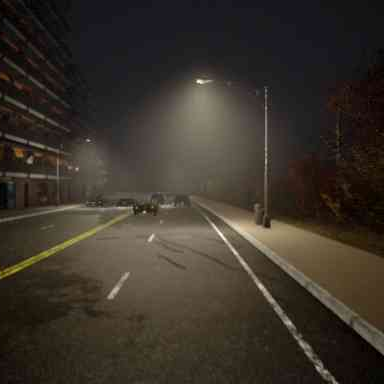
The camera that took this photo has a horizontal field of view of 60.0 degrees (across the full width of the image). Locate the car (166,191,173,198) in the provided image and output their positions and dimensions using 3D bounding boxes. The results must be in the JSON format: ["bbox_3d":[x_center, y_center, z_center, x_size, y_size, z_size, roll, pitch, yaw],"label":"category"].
[{"bbox_3d":[-5.215,0.542,79.202,2.128,1.511,4.902,0,1,-8],"label":"car"}]

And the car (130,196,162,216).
[{"bbox_3d":[-3.846,1.264,28.602,1.895,1.301,4.718,0,1,-2],"label":"car"}]

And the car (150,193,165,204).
[{"bbox_3d":[-5.036,0.896,48.282,1.882,1.535,5.008,0,1,-4],"label":"car"}]

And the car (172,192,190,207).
[{"bbox_3d":[-1.278,1.003,41.266,1.837,1.490,4.892,0,1,-4],"label":"car"}]

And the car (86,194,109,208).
[{"bbox_3d":[-11.113,1.056,39.356,1.837,1.490,4.892,0,1,-3],"label":"car"}]

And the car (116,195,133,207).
[{"bbox_3d":[-7.922,1.093,40.424,1.994,1.385,4.181,0,1,-3],"label":"car"}]
